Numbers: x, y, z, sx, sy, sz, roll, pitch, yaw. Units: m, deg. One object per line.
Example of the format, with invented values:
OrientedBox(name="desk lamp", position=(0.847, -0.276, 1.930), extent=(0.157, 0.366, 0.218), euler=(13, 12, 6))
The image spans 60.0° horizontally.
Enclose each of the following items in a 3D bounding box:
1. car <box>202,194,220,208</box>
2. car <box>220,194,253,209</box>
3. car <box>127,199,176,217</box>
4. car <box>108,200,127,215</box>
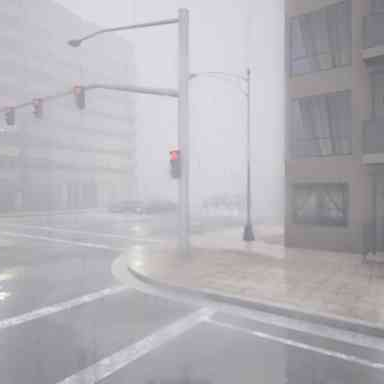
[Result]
OrientedBox(name="car", position=(3.715, 1.314, 48.372), extent=(2.150, 2.045, 5.566), euler=(0, 0, 35))
OrientedBox(name="car", position=(6.586, 1.314, 46.370), extent=(2.150, 2.045, 5.566), euler=(0, 0, 35))
OrientedBox(name="car", position=(-3.500, 1.494, 32.065), extent=(2.128, 1.511, 4.902), euler=(0, 0, 35))
OrientedBox(name="car", position=(-6.389, 1.508, 34.042), extent=(1.837, 1.490, 4.892), euler=(0, 0, 35))
